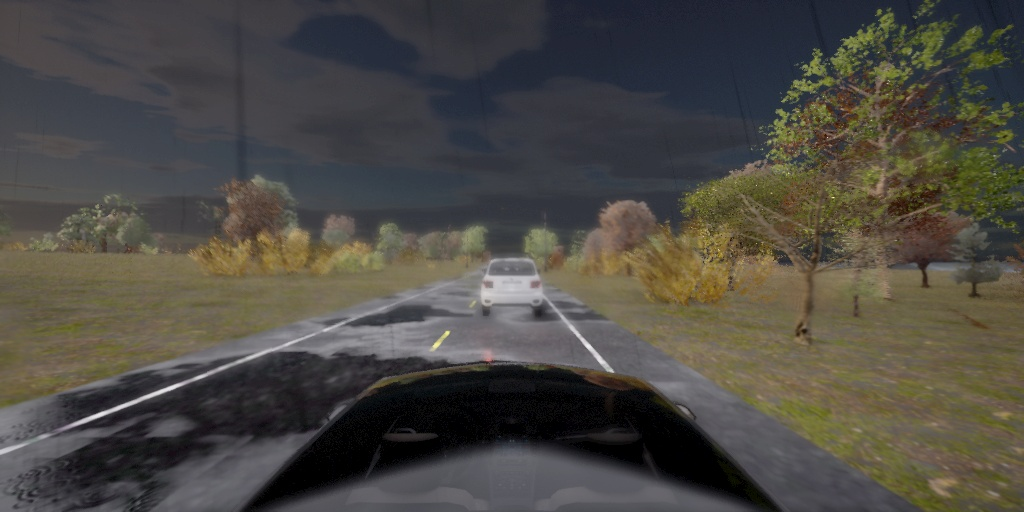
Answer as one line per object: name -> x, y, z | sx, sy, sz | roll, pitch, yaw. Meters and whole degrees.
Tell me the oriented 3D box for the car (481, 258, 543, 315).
car -> 0.004, 1.110, 14.415 | 2.150, 2.045, 5.566 | 0, 0, 0
